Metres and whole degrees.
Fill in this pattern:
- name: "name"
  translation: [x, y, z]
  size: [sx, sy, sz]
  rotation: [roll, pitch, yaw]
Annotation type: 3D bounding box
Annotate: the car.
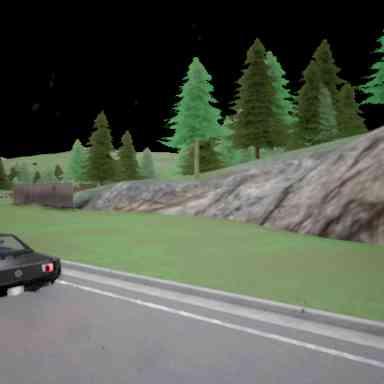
- name: "car"
  translation: [-5.126, 1.577, 7.563]
  size: [4.718, 1.301, 1.895]
  rotation: [0, 0, 35]
